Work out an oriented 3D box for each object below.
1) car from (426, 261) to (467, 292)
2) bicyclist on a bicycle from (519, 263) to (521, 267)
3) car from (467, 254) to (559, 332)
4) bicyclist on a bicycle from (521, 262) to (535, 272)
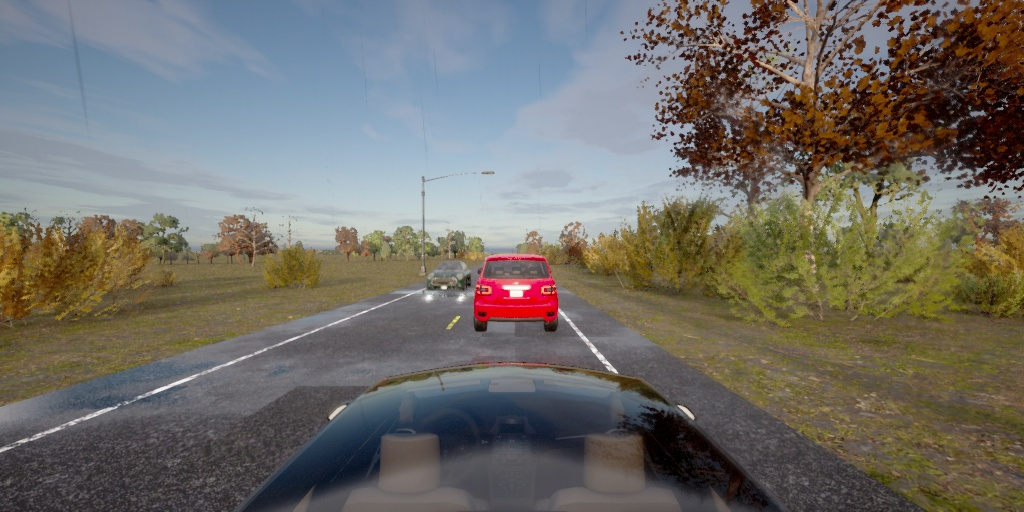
[{"bbox_3d":[-3.634,1.095,21.381,2.097,1.767,4.553,0,0,0],"label":"car"},{"bbox_3d":[0.902,1.110,28.727,0.659,1.776,1.843,0,0,0],"label":"bicyclist on a bicycle"},{"bbox_3d":[0.091,0.968,11.008,2.150,2.045,5.566,0,0,0],"label":"car"},{"bbox_3d":[0.942,1.114,18.714,0.659,1.776,1.843,0,0,0],"label":"bicyclist on a bicycle"}]
